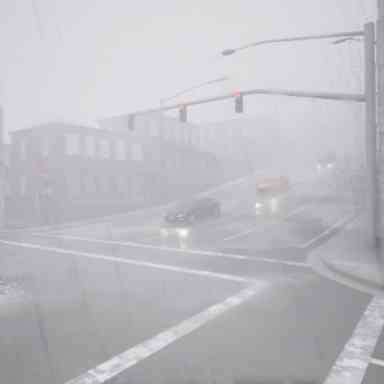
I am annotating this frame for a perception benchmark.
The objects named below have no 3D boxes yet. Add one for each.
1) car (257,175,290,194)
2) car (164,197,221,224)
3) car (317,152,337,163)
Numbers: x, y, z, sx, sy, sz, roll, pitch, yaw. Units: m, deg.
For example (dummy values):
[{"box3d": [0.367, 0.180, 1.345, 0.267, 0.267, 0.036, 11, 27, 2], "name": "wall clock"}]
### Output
[{"box3d": [8.154, -0.885, 33.217, 1.882, 1.535, 5.008, -1, 12, 36], "name": "car"}, {"box3d": [0.114, 1.140, 22.186, 1.837, 1.490, 4.892, -1, 5, 36], "name": "car"}, {"box3d": [20.052, -5.183, 49.426, 1.812, 1.442, 4.674, -1, 10, 37], "name": "car"}]
